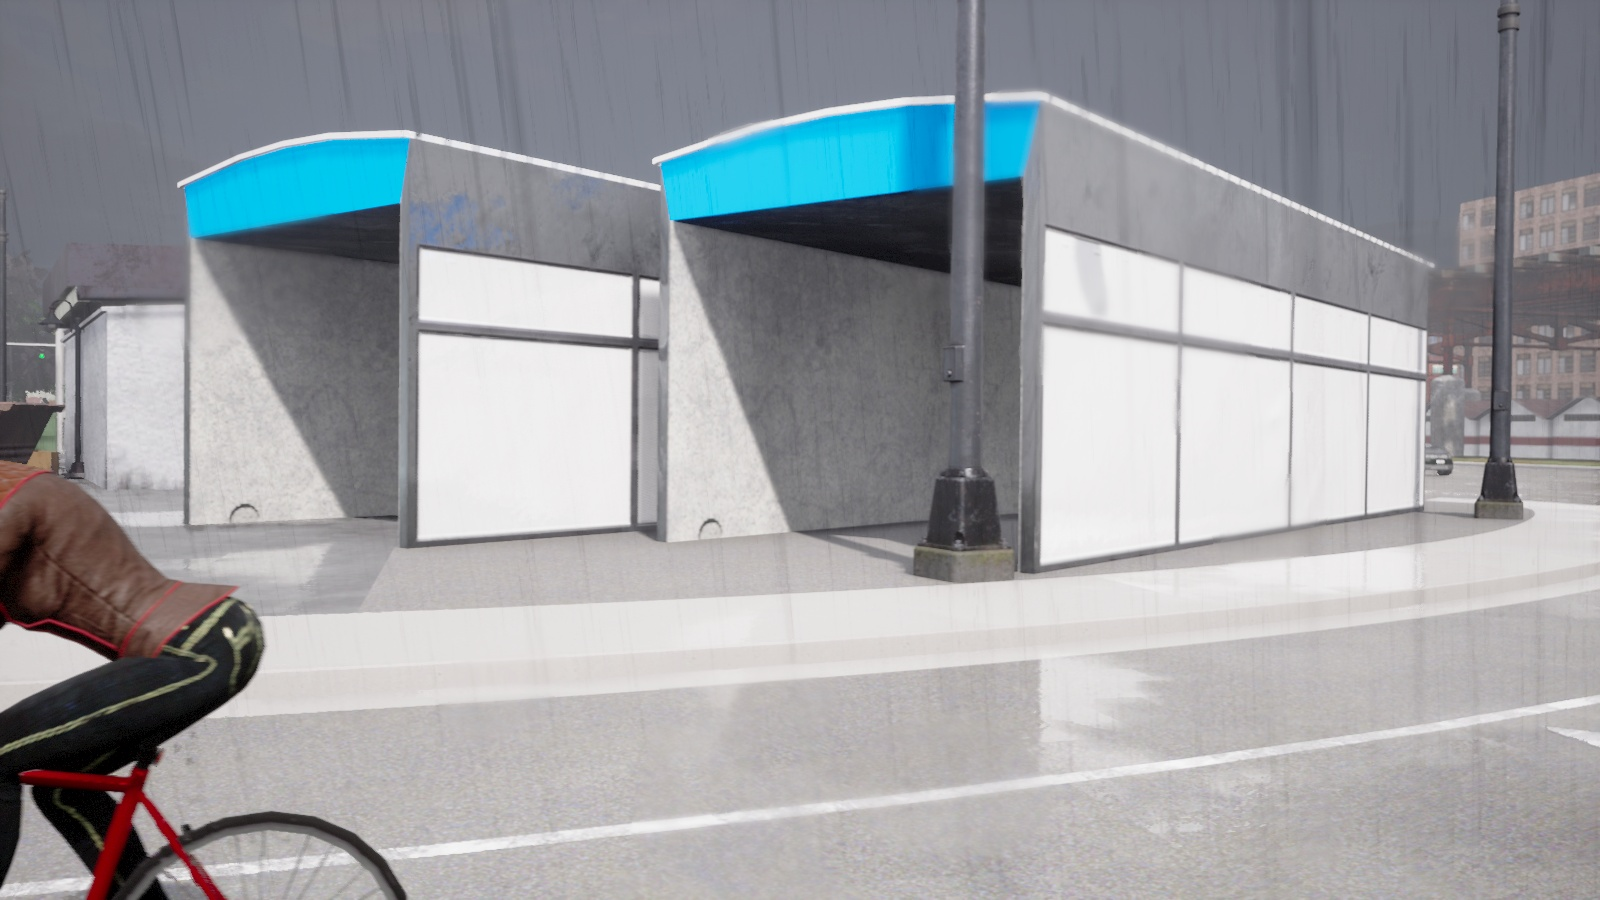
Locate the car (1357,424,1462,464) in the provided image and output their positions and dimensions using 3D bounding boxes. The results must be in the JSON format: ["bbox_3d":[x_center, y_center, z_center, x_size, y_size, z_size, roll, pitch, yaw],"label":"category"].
[{"bbox_3d":[24.238,-0.259,50.084,1.789,1.549,3.705,-1,1,-15],"label":"car"}]

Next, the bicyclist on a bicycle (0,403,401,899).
[{"bbox_3d":[-1.718,0.726,2.629,1.656,1.620,0.582,-1,1,-19],"label":"bicyclist on a bicycle"}]
